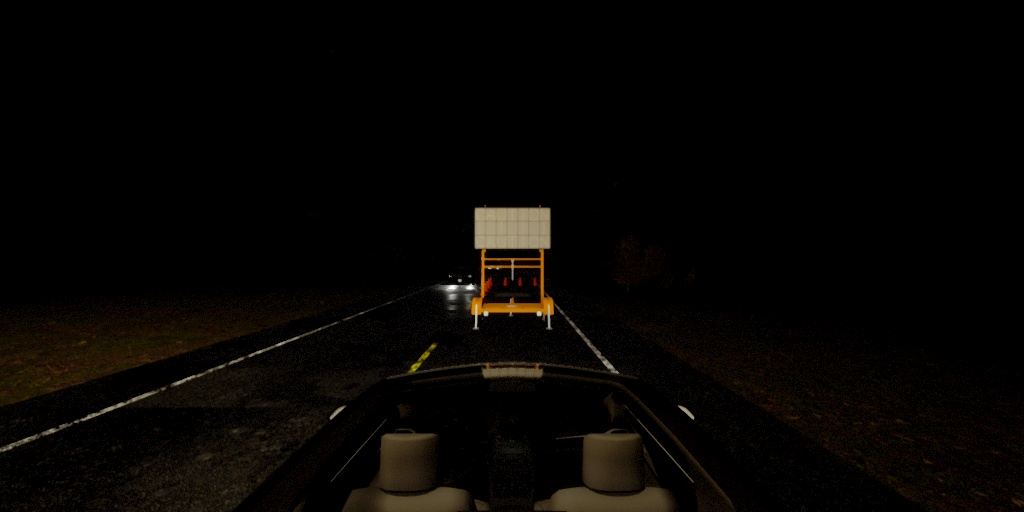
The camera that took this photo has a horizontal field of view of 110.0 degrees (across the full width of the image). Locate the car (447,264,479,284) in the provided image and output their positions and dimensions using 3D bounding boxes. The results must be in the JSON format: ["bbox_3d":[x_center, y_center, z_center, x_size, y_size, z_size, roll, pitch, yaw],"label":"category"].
[{"bbox_3d":[-3.548,1.297,27.096,2.033,1.411,5.357,0,0,0],"label":"car"}]

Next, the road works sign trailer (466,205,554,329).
[{"bbox_3d":[0.019,0.213,11.173,2.380,3.560,2.880,0,0,0],"label":"road works sign trailer"}]
